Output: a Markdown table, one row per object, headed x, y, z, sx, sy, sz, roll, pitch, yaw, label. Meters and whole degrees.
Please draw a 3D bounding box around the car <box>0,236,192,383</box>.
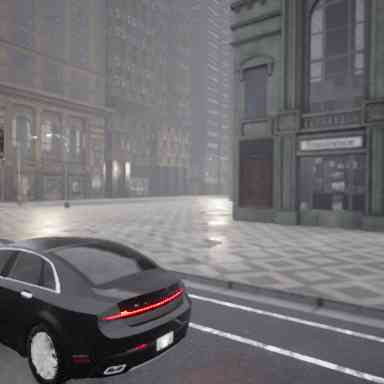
| x | y | z | sx | sy | sz | roll | pitch | yaw | label |
| --- | --- | --- | --- | --- | --- | --- | --- | --- | --- |
| -2.289 | 1.470 | 5.320 | 4.892 | 1.490 | 1.837 | 1 | 1 | 35 | car |
